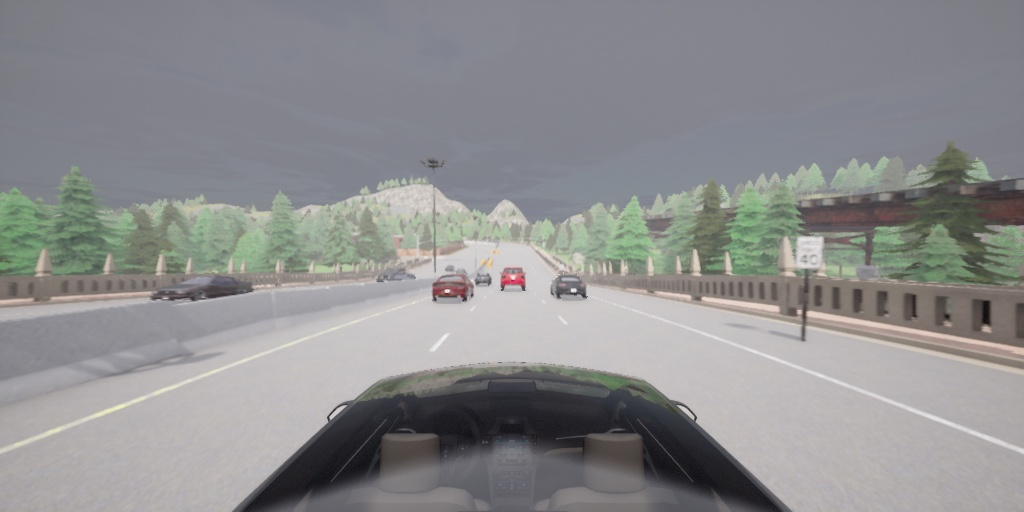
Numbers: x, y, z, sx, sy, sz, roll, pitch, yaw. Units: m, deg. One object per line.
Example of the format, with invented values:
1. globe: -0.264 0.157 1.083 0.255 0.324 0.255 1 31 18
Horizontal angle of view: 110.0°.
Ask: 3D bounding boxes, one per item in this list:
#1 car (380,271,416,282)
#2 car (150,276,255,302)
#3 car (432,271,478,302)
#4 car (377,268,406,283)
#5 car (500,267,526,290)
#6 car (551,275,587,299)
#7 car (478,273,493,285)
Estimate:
1. car: -10.597 2.455 34.961 2.033 1.411 5.357 0 -2 0
2. car: -17.600 1.865 20.869 2.033 1.411 5.357 0 -2 0
3. car: -3.401 1.815 21.362 1.882 1.535 5.008 0 -2 0
4. car: -14.085 2.453 42.661 2.150 2.045 5.566 0 -3 0
5. car: 0.097 2.042 32.921 2.150 2.045 5.566 0 -2 0
6. car: 3.598 1.942 23.245 1.812 1.442 4.674 0 -2 0
7. car: -3.404 2.747 43.311 2.128 1.511 4.902 0 -2 0
